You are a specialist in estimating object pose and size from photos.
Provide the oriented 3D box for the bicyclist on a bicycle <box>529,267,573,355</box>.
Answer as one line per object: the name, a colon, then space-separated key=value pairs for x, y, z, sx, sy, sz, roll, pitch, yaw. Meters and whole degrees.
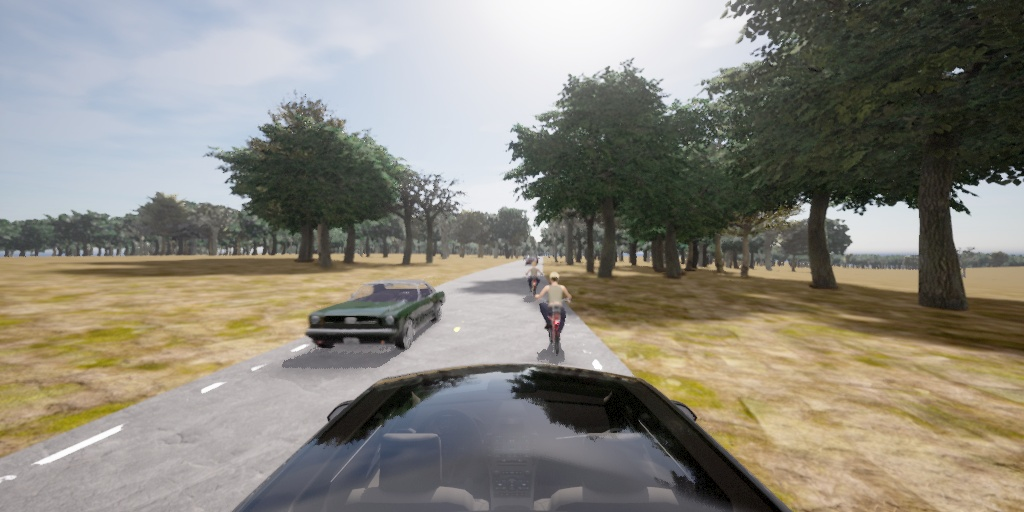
bicyclist on a bicycle: x=0.875 y=1.133 z=7.501 sx=0.866 sy=1.612 sz=1.509 roll=0 pitch=1 yaw=1

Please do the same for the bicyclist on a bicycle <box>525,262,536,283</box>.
bicyclist on a bicycle: x=1.013 y=1.059 z=16.372 sx=0.866 sy=1.612 sz=1.509 roll=0 pitch=0 yaw=2

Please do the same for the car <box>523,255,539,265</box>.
car: x=3.335 y=0.924 z=60.734 sx=1.895 sy=1.301 sz=4.718 roll=0 pitch=0 yaw=5

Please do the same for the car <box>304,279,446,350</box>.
car: x=-3.026 y=1.284 z=9.006 sx=1.895 sy=1.301 sz=4.718 roll=0 pitch=1 yaw=1
